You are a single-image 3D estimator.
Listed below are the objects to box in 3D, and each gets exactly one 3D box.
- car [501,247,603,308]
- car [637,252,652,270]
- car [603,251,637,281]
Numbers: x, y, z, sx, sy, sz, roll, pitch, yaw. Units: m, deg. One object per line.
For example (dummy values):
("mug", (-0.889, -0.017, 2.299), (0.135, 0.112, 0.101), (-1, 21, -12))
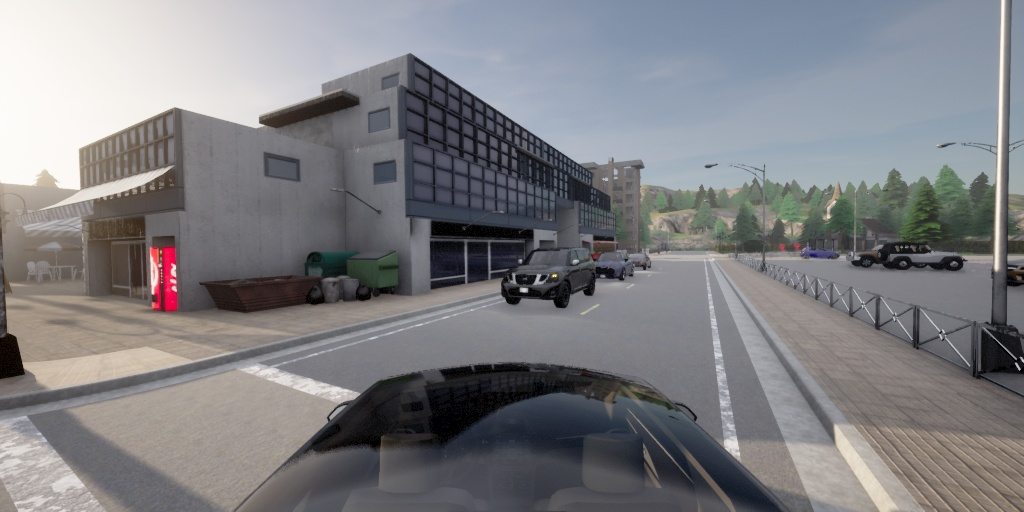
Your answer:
("car", (1.677, 0.674, 13.995), (2.150, 2.045, 5.566), (0, 2, 28))
("car", (11.114, 0.418, 31.706), (1.812, 1.442, 4.674), (0, 2, 28))
("car", (6.300, 0.530, 22.677), (2.097, 1.767, 4.553), (0, 2, 28))
